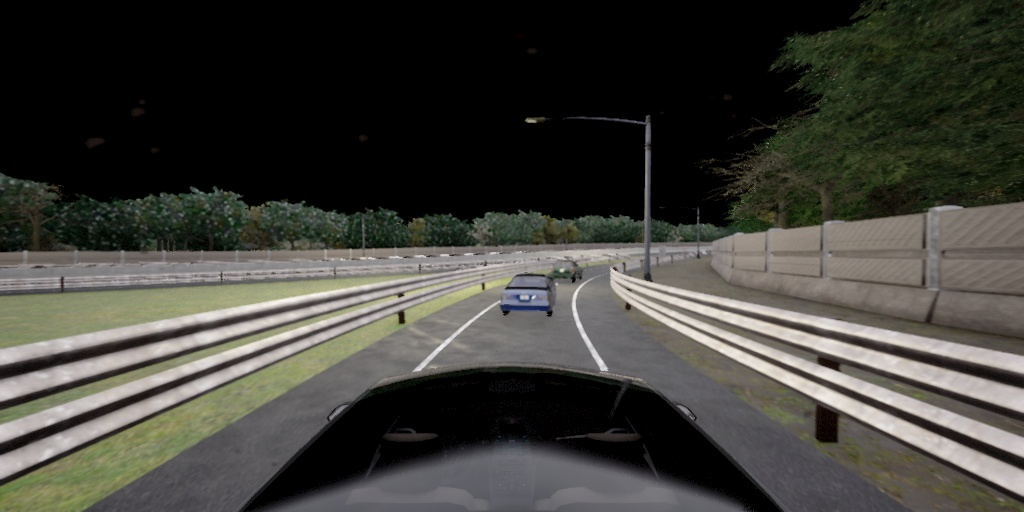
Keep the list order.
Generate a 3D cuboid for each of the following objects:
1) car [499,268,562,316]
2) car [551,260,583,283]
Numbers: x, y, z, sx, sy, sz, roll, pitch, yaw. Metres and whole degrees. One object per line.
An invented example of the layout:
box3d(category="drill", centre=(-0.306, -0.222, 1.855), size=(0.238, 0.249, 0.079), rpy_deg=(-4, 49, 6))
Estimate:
box3d(category="car", centre=(0.771, 1.381, 13.983), size=(2.033, 1.411, 5.357), rpy_deg=(0, 0, 9))
box3d(category="car", centre=(4.470, 1.107, 29.046), size=(2.097, 1.767, 4.553), rpy_deg=(1, 1, 20))
